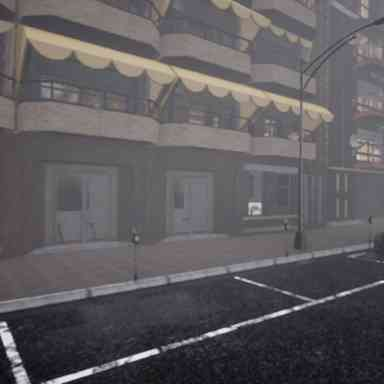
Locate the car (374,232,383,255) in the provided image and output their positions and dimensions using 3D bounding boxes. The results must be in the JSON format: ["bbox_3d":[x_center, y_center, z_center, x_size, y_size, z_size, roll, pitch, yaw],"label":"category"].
[{"bbox_3d":[8.778,1.703,12.819,4.313,1.339,1.947,1,0,-35],"label":"car"}]
